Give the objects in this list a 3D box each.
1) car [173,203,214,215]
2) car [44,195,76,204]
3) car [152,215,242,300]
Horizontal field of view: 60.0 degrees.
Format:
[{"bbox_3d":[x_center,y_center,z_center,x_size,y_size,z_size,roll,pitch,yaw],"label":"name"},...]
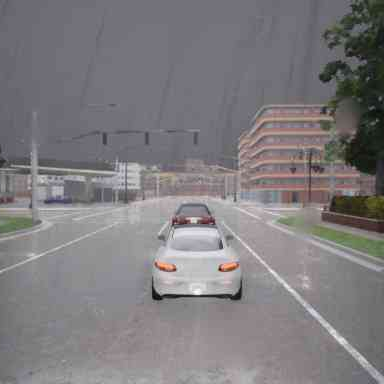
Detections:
[{"bbox_3d":[0.081,1.352,17.225,2.097,1.767,4.553,0,0,0],"label":"car"},{"bbox_3d":[-23.380,1.294,57.957,4.611,1.667,2.242,0,0,1],"label":"car"},{"bbox_3d":[0.095,1.526,8.232,1.812,1.442,4.674,0,0,0],"label":"car"}]
